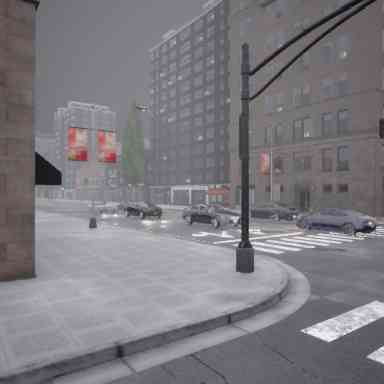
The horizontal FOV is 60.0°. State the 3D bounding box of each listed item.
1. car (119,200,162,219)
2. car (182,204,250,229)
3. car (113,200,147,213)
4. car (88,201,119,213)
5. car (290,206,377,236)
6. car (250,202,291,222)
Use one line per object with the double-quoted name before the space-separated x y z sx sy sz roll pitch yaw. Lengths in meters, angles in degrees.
"car" -4.578 1.579 30.634 1.882 1.535 5.008 0 0 -35
"car" 1.246 1.554 22.524 2.128 1.511 4.902 0 0 -36
"car" -7.765 1.695 40.987 2.033 1.411 5.357 0 0 -36
"car" -10.480 1.741 38.868 1.895 1.301 4.718 0 0 -36
"car" 8.090 1.606 18.909 1.994 1.385 4.181 0 0 -36
"car" 6.299 1.583 26.978 1.837 1.490 4.892 0 0 -36
